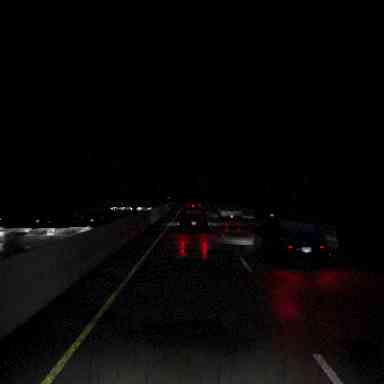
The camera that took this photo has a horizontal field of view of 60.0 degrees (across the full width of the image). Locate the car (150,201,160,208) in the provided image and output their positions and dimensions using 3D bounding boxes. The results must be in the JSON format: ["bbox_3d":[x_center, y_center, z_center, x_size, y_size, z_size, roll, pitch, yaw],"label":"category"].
[{"bbox_3d":[-7.411,2.433,66.800,1.895,1.301,4.718,0,-1,-3],"label":"car"}]

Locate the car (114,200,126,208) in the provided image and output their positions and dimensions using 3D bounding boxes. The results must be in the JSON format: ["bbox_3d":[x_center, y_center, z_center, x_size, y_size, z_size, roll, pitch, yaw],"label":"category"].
[{"bbox_3d":[-14.426,2.320,66.863,1.882,1.535,5.008,0,-1,-4],"label":"car"}]

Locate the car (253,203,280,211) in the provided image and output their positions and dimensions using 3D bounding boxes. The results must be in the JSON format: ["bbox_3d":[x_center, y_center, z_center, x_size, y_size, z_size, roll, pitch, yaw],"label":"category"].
[{"bbox_3d":[7.107,1.861,31.800,1.837,1.490,4.892,0,-1,0],"label":"car"}]

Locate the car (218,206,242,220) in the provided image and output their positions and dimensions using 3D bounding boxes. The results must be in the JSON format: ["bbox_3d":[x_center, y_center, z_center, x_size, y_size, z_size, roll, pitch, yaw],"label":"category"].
[{"bbox_3d":[3.607,1.965,32.363,1.895,1.301,4.718,0,-1,0],"label":"car"}]

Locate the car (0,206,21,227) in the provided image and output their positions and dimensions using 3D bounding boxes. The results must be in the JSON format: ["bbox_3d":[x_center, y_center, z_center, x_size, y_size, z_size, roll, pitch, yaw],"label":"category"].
[{"bbox_3d":[-14.094,1.836,25.924,2.033,1.411,5.357,0,-1,0],"label":"car"}]

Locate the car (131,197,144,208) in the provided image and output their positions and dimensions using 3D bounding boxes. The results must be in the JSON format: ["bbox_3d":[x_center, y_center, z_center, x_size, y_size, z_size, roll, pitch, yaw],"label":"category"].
[{"bbox_3d":[-10.869,2.054,66.238,2.150,2.045,5.566,0,-1,-3],"label":"car"}]

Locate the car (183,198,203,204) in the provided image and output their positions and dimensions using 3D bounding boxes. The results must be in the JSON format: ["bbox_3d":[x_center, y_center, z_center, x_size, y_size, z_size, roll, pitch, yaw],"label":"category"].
[{"bbox_3d":[0.108,1.689,40.456,2.150,2.045,5.566,0,-1,0],"label":"car"}]

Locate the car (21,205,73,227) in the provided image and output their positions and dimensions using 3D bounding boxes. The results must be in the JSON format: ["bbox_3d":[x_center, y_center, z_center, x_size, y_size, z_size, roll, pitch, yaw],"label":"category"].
[{"bbox_3d":[-10.593,1.784,25.229,1.837,1.490,4.892,0,-1,0],"label":"car"}]

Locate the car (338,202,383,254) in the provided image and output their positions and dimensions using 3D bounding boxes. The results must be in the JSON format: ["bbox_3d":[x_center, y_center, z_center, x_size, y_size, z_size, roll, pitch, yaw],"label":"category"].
[{"bbox_3d":[7.103,1.345,11.526,2.150,2.045,5.566,0,-1,0],"label":"car"}]

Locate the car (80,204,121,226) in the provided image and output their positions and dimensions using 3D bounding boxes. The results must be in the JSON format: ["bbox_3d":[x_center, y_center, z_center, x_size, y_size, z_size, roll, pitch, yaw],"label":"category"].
[{"bbox_3d":[-7.093,1.847,25.585,1.994,1.385,4.181,0,-1,0],"label":"car"}]

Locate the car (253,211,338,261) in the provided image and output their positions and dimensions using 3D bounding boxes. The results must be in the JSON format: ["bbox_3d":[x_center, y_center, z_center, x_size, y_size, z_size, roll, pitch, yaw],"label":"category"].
[{"bbox_3d":[3.602,1.663,12.756,1.812,1.442,4.674,0,-1,0],"label":"car"}]

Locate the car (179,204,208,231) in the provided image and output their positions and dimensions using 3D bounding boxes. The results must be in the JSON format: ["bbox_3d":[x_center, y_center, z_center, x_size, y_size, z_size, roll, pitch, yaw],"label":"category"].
[{"bbox_3d":[0.106,1.774,22.714,1.812,1.442,4.674,0,-1,0],"label":"car"}]
